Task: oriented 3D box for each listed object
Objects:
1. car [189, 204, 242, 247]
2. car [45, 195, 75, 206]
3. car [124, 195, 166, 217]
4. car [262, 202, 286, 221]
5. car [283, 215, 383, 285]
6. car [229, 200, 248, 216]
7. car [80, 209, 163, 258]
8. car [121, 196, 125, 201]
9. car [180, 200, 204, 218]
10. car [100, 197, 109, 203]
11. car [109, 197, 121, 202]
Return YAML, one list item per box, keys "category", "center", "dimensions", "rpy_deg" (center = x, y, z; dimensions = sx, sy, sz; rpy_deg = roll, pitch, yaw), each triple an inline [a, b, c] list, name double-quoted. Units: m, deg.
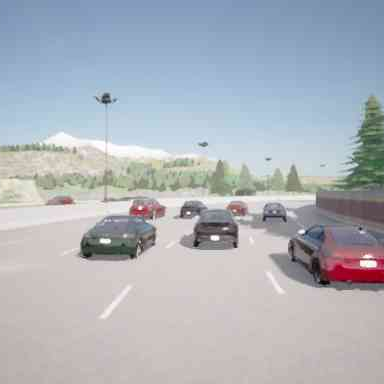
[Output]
- category: "car"
  center: [1.149, 1.510, 15.136]
  dimensions: [1.837, 1.490, 4.892]
  rpy_deg: [0, 0, 6]
- category: "car"
  center: [-19.790, 1.299, 49.950]
  dimensions: [2.097, 1.767, 4.553]
  rpy_deg: [0, 0, 19]
- category: "car"
  center: [-3.698, 1.344, 28.429]
  dimensions: [2.097, 1.767, 4.553]
  rpy_deg: [0, 0, 12]
- category: "car"
  center: [6.786, 1.570, 27.559]
  dimensions: [2.033, 1.411, 5.357]
  rpy_deg: [0, 0, 13]
- category: "car"
  center: [4.096, 1.577, 9.453]
  dimensions: [1.994, 1.385, 4.181]
  rpy_deg: [0, 0, 4]
- category: "car"
  center: [4.462, 1.542, 32.665]
  dimensions: [1.812, 1.442, 4.674]
  rpy_deg: [0, 0, 14]
- category: "car"
  center: [-2.614, 1.558, 12.769]
  dimensions: [1.994, 1.385, 4.181]
  rpy_deg: [0, 0, 6]
- category: "car"
  center: [-8.298, 1.333, 51.069]
  dimensions: [2.097, 1.767, 4.553]
  rpy_deg: [0, 0, 21]
- category: "car"
  center: [0.244, 1.509, 30.133]
  dimensions: [1.837, 1.490, 4.892]
  rpy_deg: [0, 0, 13]
- category: "car"
  center: [-13.789, 1.528, 56.330]
  dimensions: [1.994, 1.385, 4.181]
  rpy_deg: [0, 0, 21]
- category: "car"
  center: [-10.870, 1.477, 54.179]
  dimensions: [1.837, 1.490, 4.892]
  rpy_deg: [0, 0, 21]
